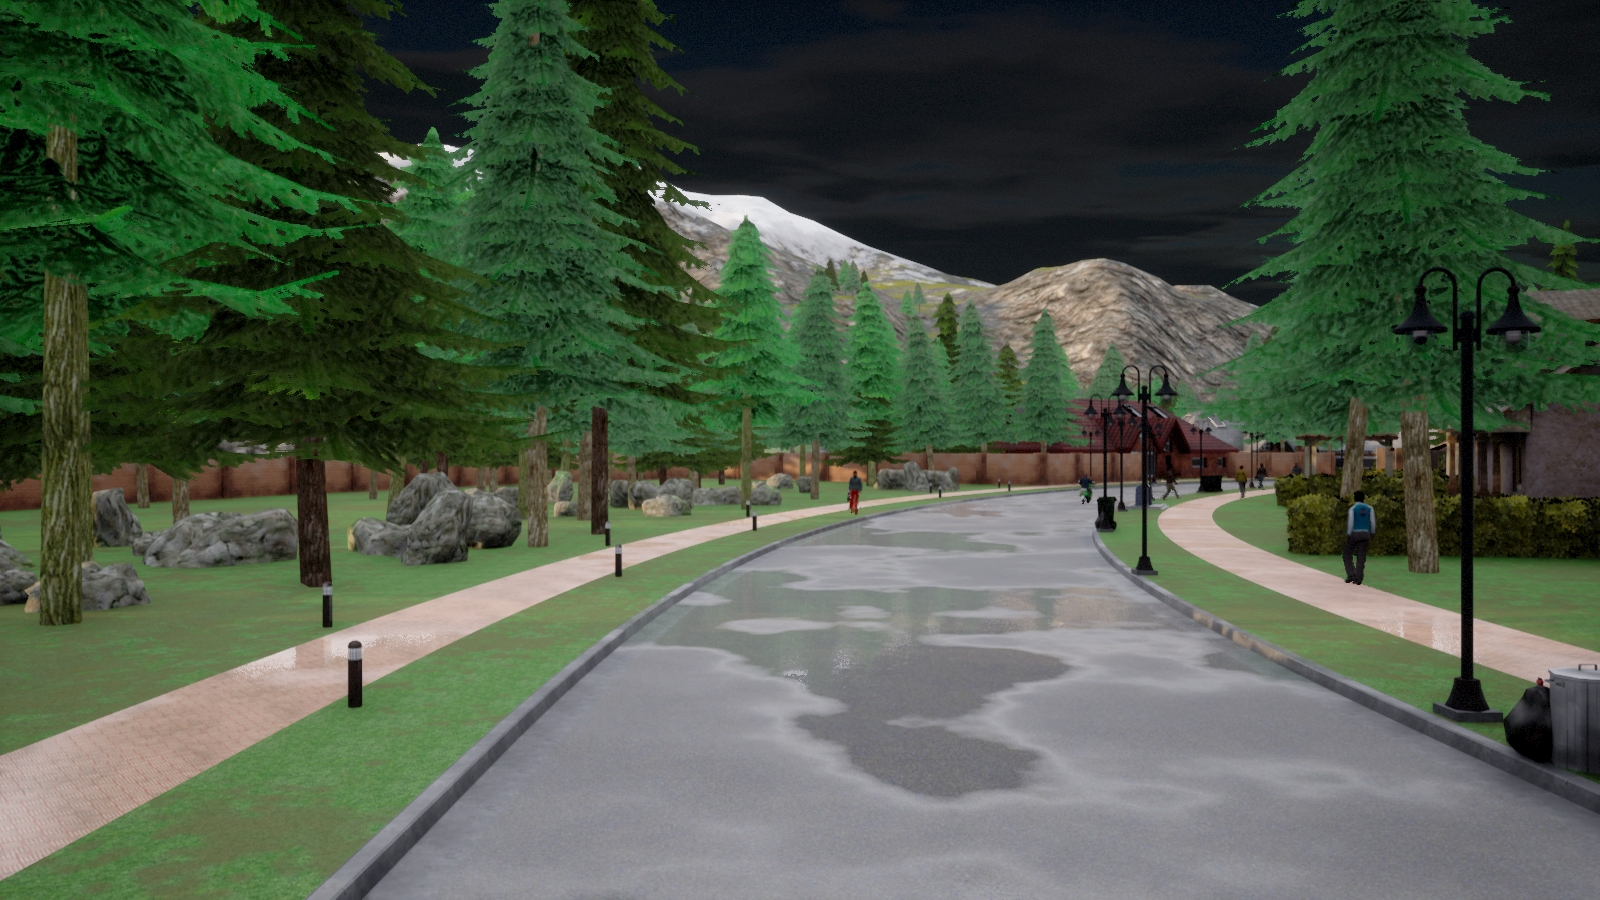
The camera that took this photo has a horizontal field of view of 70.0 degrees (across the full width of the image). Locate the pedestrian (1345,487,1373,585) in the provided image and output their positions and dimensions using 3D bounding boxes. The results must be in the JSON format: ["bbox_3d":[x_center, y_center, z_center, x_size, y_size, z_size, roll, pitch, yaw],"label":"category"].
[{"bbox_3d":[10.862,1.665,22.214,0.375,1.860,0.375,0,0,6],"label":"pedestrian"}]

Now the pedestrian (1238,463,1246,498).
[{"bbox_3d":[24.067,1.665,62.173,0.375,1.860,0.375,0,0,27],"label":"pedestrian"}]

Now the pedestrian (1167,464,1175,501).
[{"bbox_3d":[19.144,1.665,58.936,0.375,1.860,0.375,0,0,12],"label":"pedestrian"}]

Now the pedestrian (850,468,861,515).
[{"bbox_3d":[2.219,1.667,45.878,0.375,1.860,0.375,0,0,11],"label":"pedestrian"}]

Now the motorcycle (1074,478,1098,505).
[{"bbox_3d":[14.718,2.102,58.783,0.856,1.334,1.805,0,0,26],"label":"motorcycle"}]
